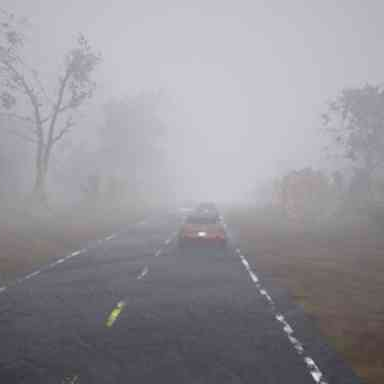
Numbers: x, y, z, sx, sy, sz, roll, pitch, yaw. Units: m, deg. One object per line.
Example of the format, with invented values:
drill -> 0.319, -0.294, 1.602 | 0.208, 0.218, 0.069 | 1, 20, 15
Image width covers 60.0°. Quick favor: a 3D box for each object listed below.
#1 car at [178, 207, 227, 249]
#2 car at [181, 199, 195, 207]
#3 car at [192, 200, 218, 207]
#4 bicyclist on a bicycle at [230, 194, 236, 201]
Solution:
car -> 0.471, 1.574, 14.711 | 1.994, 1.385, 4.181 | 0, 0, 3
car -> -0.231, 1.603, 46.446 | 1.994, 1.385, 4.181 | 0, 0, 7
car -> 1.387, 1.588, 30.136 | 1.994, 1.385, 4.181 | 0, 0, 5
bicyclist on a bicycle -> 10.296, 1.473, 86.673 | 0.659, 1.776, 1.843 | 0, 0, 12
